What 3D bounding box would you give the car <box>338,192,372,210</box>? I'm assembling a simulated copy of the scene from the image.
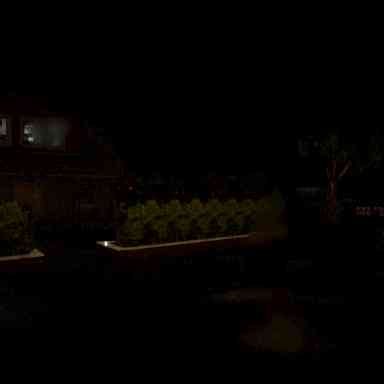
[{"bbox_3d":[17.407,0.985,36.196,3.866,1.878,1.905,0,0,0],"label":"car"}]
